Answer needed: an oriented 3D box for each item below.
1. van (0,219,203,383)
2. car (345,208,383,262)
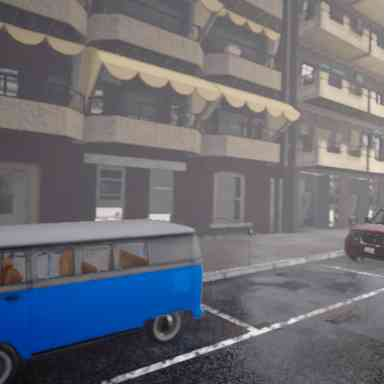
[{"bbox_3d":[-1.715,1.352,4.846,3.998,1.788,1.690,1,1,-35],"label":"van"},{"bbox_3d":[7.290,1.417,11.267,5.009,1.841,2.192,1,1,-35],"label":"car"}]
